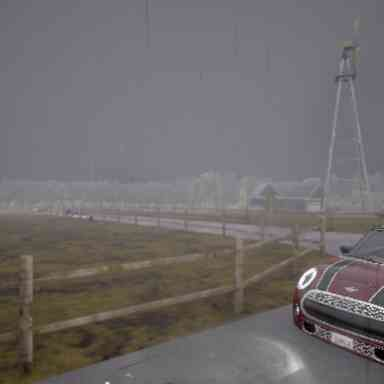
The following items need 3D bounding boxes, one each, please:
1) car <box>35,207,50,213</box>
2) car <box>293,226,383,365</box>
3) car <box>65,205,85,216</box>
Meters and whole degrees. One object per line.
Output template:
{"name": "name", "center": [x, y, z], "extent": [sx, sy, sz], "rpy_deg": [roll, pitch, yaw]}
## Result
{"name": "car", "center": [-35.798, 4.352, 80.452], "extent": [1.812, 1.442, 4.674], "rpy_deg": [0, -3, -36]}
{"name": "car", "center": [3.794, 1.363, 5.661], "extent": [4.553, 1.767, 2.097], "rpy_deg": [0, 0, -36]}
{"name": "car", "center": [-17.813, 2.830, 50.562], "extent": [1.837, 1.490, 4.892], "rpy_deg": [0, -2, -36]}
